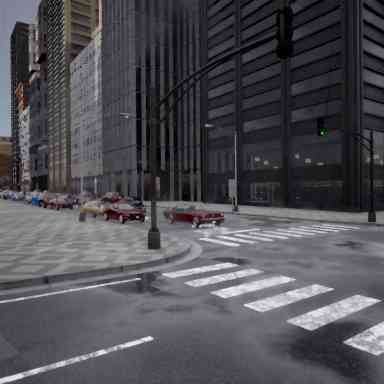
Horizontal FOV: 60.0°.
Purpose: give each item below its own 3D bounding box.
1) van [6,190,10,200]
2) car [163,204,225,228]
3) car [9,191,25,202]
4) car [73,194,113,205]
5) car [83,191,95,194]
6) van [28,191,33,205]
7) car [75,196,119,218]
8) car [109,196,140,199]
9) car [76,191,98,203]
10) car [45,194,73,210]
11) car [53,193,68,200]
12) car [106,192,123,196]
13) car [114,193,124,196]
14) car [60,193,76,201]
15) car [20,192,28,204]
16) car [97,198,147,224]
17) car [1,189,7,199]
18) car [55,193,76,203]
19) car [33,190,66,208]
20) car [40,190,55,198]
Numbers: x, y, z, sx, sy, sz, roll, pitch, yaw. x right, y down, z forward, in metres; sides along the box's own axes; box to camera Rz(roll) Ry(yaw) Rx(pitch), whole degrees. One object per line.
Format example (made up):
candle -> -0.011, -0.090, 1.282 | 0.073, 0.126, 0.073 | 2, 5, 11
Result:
van -> -34.647, 0.747, 65.031 | 1.690, 1.788, 3.998 | 0, 1, -36
car -> 0.057, 1.479, 21.768 | 1.895, 1.301, 4.718 | -1, 1, -35
car -> -31.348, 0.903, 60.477 | 1.967, 1.590, 4.097 | 0, 1, -36
car -> -11.241, 1.267, 37.412 | 2.033, 1.411, 5.357 | -1, 1, -36
car -> -15.863, 1.066, 49.154 | 2.128, 1.511, 4.902 | -1, 1, -35
van -> -21.450, 0.970, 46.811 | 1.690, 1.788, 3.998 | 0, 1, -36
car -> -8.154, 1.353, 28.452 | 1.752, 1.417, 4.829 | 0, 1, -36
car -> -5.680, 1.364, 29.743 | 1.994, 1.385, 4.181 | -1, 1, -35
car -> -17.842, 0.793, 56.363 | 2.192, 1.841, 5.009 | 0, 1, -36
car -> -14.852, 1.275, 37.701 | 1.887, 1.381, 4.507 | 0, 1, -36
car -> -27.741, 0.854, 70.030 | 1.887, 1.381, 4.507 | 0, 1, -36
car -> -11.244, 0.898, 47.253 | 2.192, 1.841, 5.009 | 0, 1, -36
car -> -7.946, 1.200, 42.700 | 1.947, 1.339, 4.313 | 0, 1, -36
car -> -24.442, 0.948, 65.476 | 1.802, 1.307, 4.206 | 0, 1, -36
car -> -24.750, 1.126, 51.367 | 2.008, 1.369, 4.403 | 0, 1, -36
car -> -4.954, 1.416, 24.035 | 1.887, 1.381, 4.507 | 0, 1, -36
car -> -37.946, 0.664, 69.586 | 2.192, 1.841, 5.009 | 0, 1, -36
car -> -21.865, 0.969, 57.356 | 2.128, 1.511, 4.902 | -1, 1, -36
car -> -18.150, 0.995, 42.255 | 2.192, 1.841, 5.009 | 0, 1, -36
car -> -34.338, 0.509, 79.138 | 2.192, 1.841, 5.009 | 0, 1, -36
